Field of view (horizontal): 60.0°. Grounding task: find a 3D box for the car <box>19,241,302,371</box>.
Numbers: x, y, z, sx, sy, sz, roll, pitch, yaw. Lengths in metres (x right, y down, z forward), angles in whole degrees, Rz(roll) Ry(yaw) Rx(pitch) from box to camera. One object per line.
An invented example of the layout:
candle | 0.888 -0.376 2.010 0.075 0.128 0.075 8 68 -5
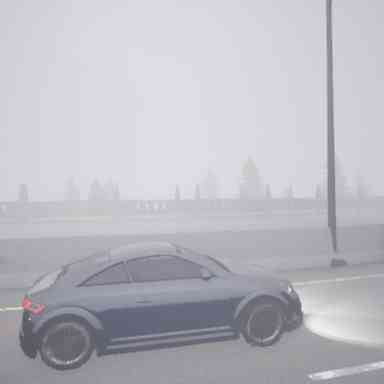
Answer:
car | -0.420 1.537 5.370 4.181 1.385 1.994 -1 0 -14
